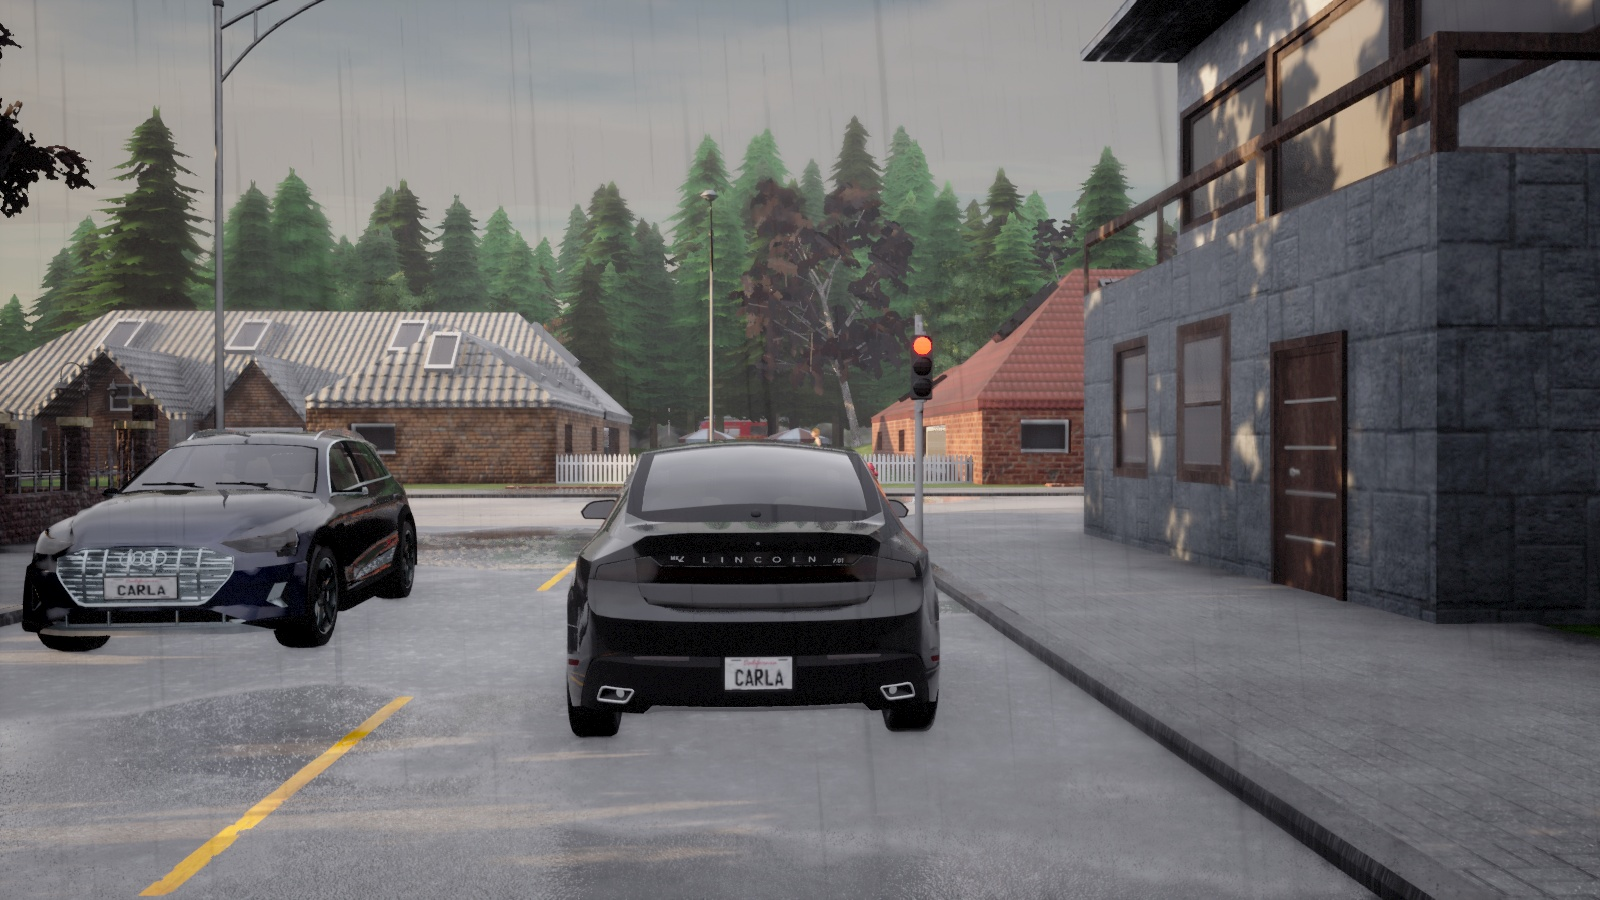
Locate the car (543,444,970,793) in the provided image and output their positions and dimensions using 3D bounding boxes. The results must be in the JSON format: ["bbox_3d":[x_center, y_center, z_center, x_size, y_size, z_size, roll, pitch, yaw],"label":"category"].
[{"bbox_3d":[-0.327,0.707,7.856,1.837,1.490,4.892,0,0,-3],"label":"car"}]

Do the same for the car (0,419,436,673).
[{"bbox_3d":[-4.586,0.613,10.674,2.033,1.649,4.856,0,0,-6],"label":"car"}]
